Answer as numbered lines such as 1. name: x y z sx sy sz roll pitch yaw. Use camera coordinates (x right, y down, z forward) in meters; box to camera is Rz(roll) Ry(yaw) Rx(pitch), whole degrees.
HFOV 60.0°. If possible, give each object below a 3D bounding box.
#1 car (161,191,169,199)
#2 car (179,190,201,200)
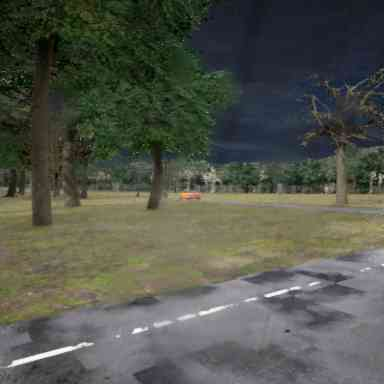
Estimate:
1. car: -6.614 0.525 68.358 1.837 1.490 4.892 2 -1 -36
2. car: -0.393 0.493 59.748 2.097 1.767 4.553 2 -1 -35
